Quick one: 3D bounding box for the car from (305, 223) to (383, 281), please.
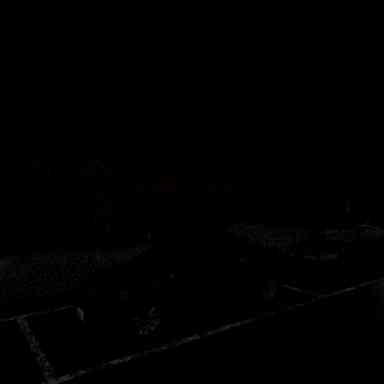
[{"bbox_3d":[4.486,1.582,9.731,4.206,1.307,1.802,0,0,-35],"label":"car"}]

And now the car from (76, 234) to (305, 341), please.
[{"bbox_3d":[0.005,1.566,6.539,4.313,1.339,1.947,0,0,-35],"label":"car"}]
